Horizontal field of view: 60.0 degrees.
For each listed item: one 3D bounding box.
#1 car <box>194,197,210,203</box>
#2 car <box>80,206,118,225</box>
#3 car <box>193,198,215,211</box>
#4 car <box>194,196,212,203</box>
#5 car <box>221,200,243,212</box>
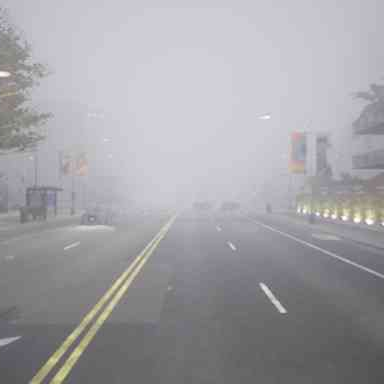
[{"bbox_3d":[2.635,2.078,88.954,4.193,1.474,1.816,0,0,0],"label":"car"},{"bbox_3d":[-7.086,1.758,25.628,1.994,1.385,4.181,0,0,0],"label":"car"},{"bbox_3d":[1.701,1.825,45.771,1.882,1.535,5.008,-1,-1,22],"label":"car"},{"bbox_3d":[2.647,1.870,81.356,4.553,1.767,2.185,0,0,0],"label":"car"},{"bbox_3d":[5.417,1.833,45.029,2.128,1.511,4.902,-1,-1,26],"label":"car"}]
